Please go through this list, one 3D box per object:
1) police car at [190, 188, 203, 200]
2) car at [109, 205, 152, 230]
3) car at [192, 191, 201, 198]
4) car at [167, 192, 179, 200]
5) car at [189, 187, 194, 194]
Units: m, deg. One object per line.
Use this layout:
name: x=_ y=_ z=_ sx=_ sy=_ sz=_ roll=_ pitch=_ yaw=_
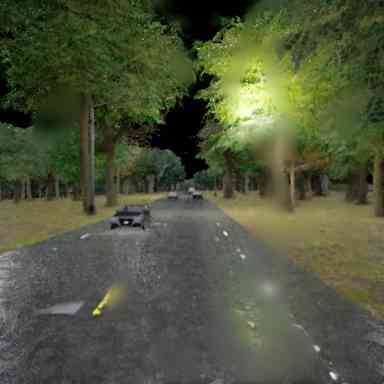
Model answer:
police car: x=1.031 y=0.659 z=61.885 sx=1.930 sy=1.638 sz=5.238 roll=0 pitch=1 yaw=0
car: x=-3.603 y=1.458 z=20.120 sx=1.994 sy=1.385 sz=4.181 roll=0 pitch=0 yaw=0
car: x=1.027 y=0.509 z=71.776 sx=1.882 sy=1.535 sz=5.008 roll=0 pitch=1 yaw=0
car: x=-3.541 y=0.701 z=62.331 sx=1.882 sy=1.535 sz=5.008 roll=0 pitch=1 yaw=0
car: x=1.024 y=0.254 z=77.744 sx=2.097 sy=1.767 sz=4.553 roll=0 pitch=1 yaw=0
